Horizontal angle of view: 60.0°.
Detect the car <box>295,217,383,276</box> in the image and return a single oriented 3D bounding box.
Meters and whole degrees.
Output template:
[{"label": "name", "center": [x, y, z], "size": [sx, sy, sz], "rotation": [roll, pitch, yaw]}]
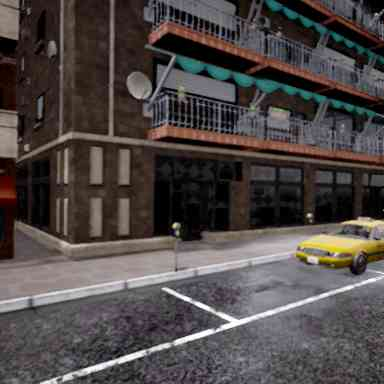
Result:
[{"label": "car", "center": [5.175, 1.474, 10.237], "size": [4.829, 1.417, 1.752], "rotation": [0, 1, -35]}]
